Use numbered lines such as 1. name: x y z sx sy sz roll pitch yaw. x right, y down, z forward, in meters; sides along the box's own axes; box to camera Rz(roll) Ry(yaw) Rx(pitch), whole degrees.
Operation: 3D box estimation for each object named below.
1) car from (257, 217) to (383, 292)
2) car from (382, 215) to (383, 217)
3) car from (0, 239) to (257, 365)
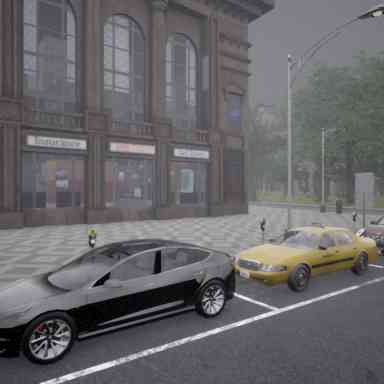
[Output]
1. car: 3.150 1.526 8.903 4.829 1.417 1.752 0 0 -36
2. car: 7.712 1.441 12.163 4.097 1.590 1.967 0 0 -36
3. car: -1.136 1.566 5.841 4.313 1.339 1.947 0 0 -36
